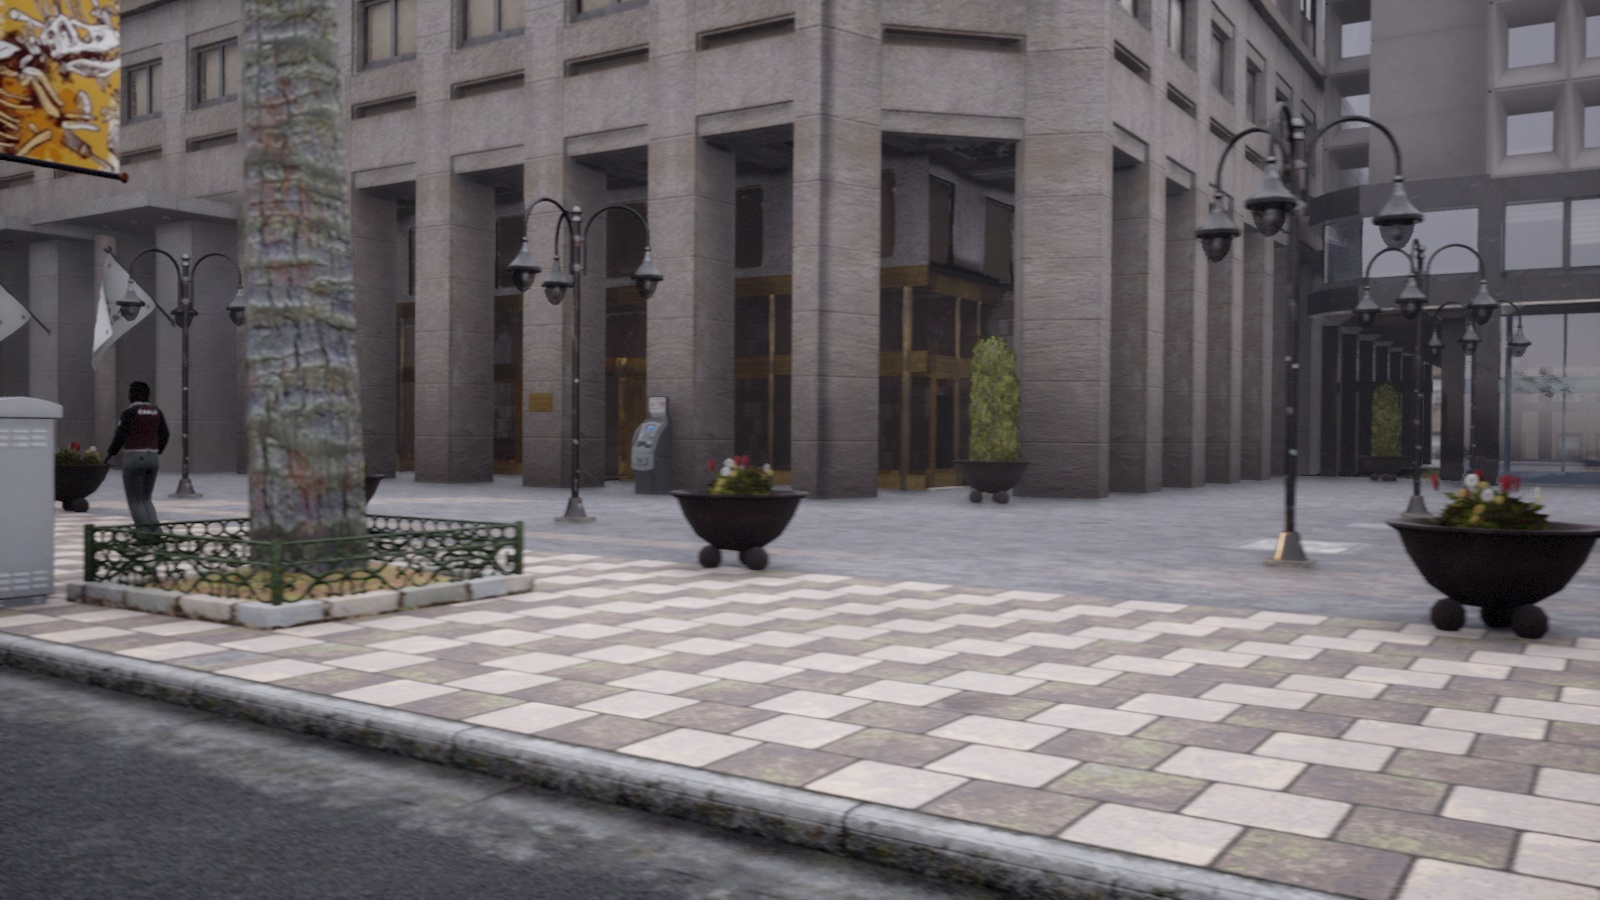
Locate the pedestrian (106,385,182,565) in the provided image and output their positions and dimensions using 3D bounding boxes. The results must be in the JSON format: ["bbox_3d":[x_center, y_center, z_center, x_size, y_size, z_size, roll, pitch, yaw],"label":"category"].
[{"bbox_3d":[-7.216,0.265,13.813,0.666,1.930,0.402,0,1,27],"label":"pedestrian"}]
